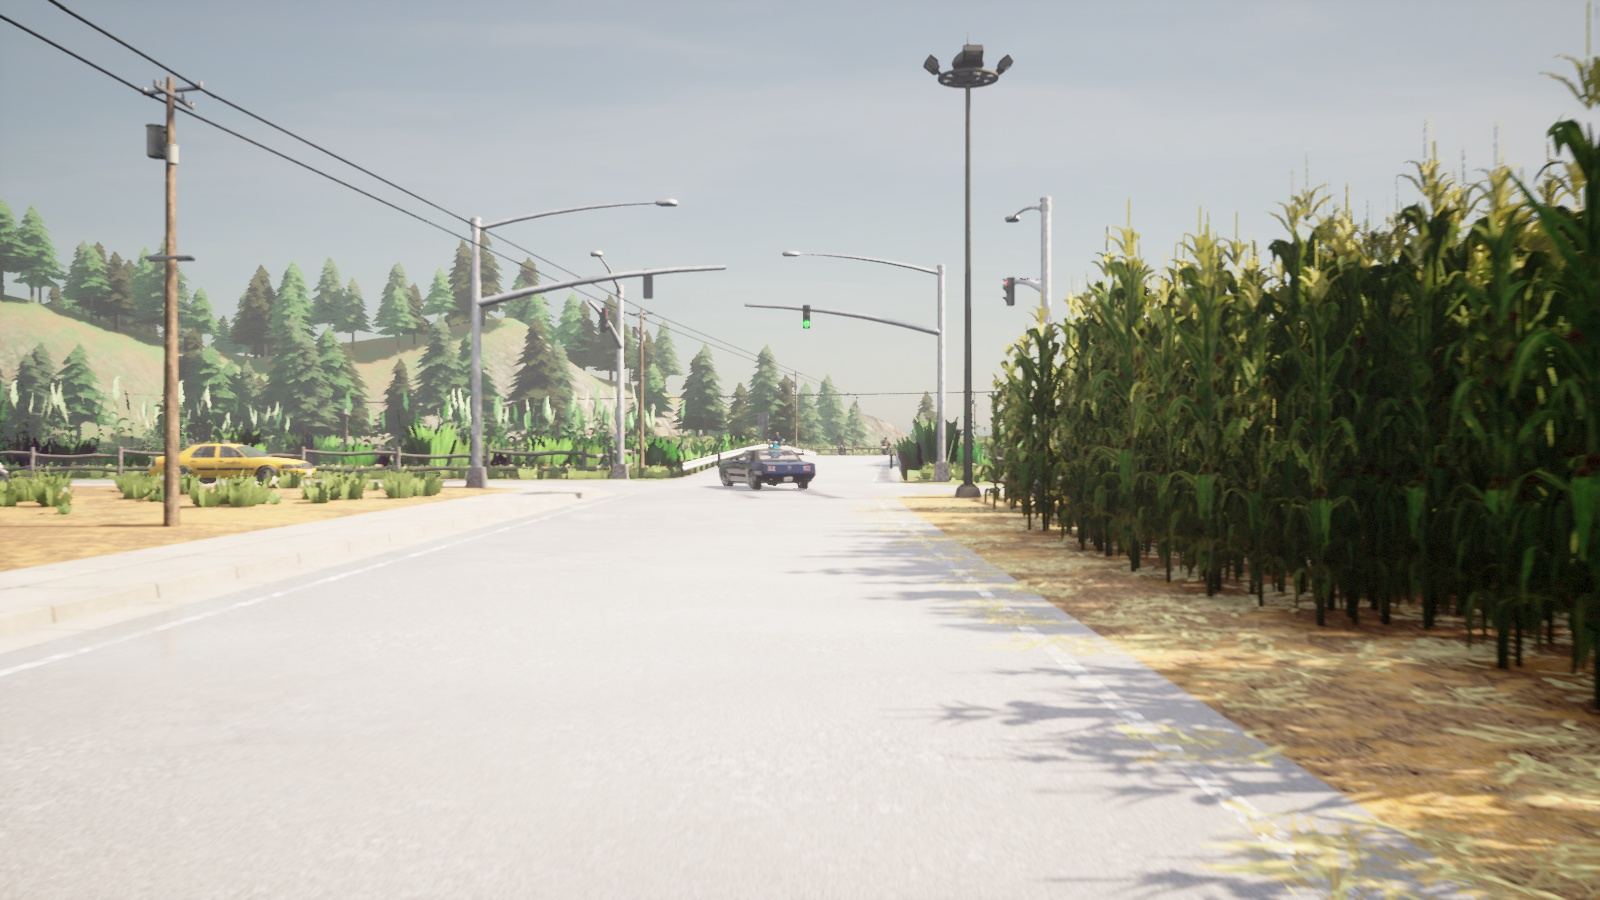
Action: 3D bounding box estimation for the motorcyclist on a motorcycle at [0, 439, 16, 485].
[{"bbox_3d":[-28.518,0.395,43.816,1.817,1.590,0.866,0,0,3],"label":"motorcyclist on a motorcycle"}]

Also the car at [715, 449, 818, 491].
[{"bbox_3d":[-1.195,0.612,41.454,1.895,1.301,4.718,0,0,-22],"label":"car"}]

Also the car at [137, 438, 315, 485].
[{"bbox_3d":[-19.733,0.391,43.305,5.366,1.575,1.801,0,0,3],"label":"car"}]
